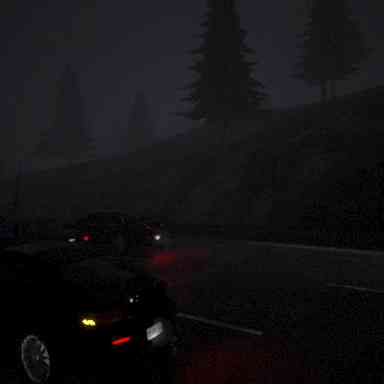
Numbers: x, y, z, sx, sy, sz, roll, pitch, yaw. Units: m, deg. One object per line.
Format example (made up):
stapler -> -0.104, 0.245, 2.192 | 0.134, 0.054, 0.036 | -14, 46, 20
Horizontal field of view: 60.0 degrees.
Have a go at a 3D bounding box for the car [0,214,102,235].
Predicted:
car -> -5.855, 1.532, 11.039 | 5.357, 1.411, 2.033 | 0, 0, 25

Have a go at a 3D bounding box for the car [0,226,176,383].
car -> -2.432, 1.516, 5.203 | 4.674, 1.442, 1.812 | 0, 0, 31

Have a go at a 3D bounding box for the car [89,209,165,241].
car -> -3.455, 1.471, 13.630 | 4.892, 1.490, 1.837 | 0, 0, 27
